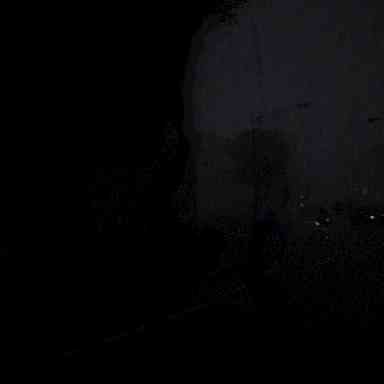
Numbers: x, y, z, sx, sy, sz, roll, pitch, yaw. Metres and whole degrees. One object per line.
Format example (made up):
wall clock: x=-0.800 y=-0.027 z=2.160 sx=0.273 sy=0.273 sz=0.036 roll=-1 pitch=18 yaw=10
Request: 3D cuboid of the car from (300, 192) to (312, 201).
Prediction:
car: x=21.992 y=0.792 z=64.059 sx=2.097 sy=1.767 sz=4.553 roll=-2 pitch=3 yaw=18

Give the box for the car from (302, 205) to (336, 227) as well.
car: x=9.555 y=1.861 z=25.713 sx=2.033 sy=1.411 sz=5.357 roll=-2 pitch=-1 yaw=18

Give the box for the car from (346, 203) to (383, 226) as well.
car: x=13.246 y=1.768 z=25.199 sx=1.994 sy=1.385 sz=4.181 roll=-2 pitch=-1 yaw=18

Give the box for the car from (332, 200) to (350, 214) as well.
car: x=17.915 y=1.714 z=39.586 sx=1.882 sy=1.535 sz=5.008 roll=-2 pitch=0 yaw=18
